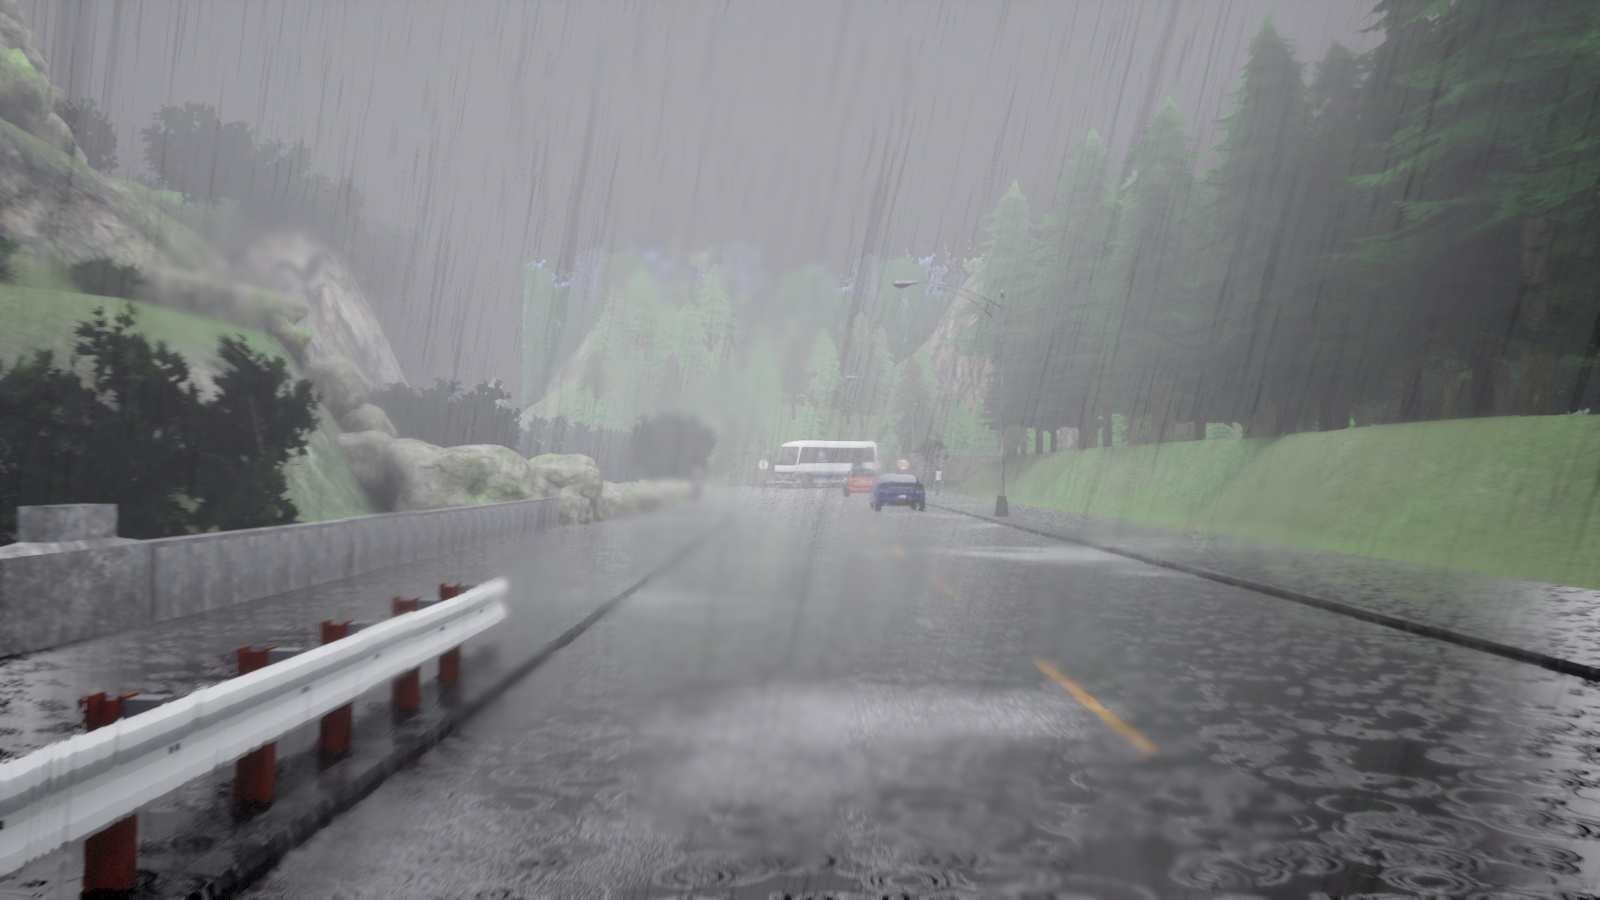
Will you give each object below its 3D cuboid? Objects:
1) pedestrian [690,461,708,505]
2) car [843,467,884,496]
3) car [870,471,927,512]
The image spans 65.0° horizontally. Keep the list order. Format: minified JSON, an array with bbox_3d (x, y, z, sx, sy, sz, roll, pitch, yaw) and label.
[{"bbox_3d":[-4.599,1.496,57.127,0.659,1.952,0.873,0,-1,7],"label":"pedestrian"},{"bbox_3d":[3.801,1.912,76.157,2.242,1.667,4.611,0,-1,0],"label":"car"},{"bbox_3d":[3.872,1.614,50.224,1.882,1.535,5.008,0,-1,0],"label":"car"}]
